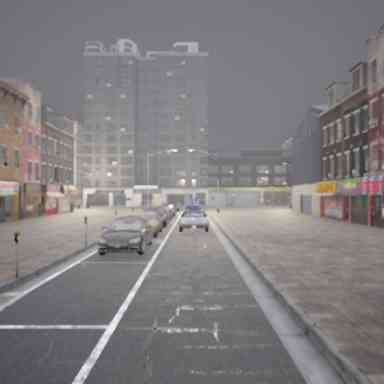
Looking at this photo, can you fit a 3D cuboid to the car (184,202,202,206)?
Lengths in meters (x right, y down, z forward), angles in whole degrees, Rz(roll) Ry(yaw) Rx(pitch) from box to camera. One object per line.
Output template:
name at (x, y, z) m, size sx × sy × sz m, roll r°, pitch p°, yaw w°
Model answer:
car at (0.141, 1.897, 39.027) m, size 1.882 × 1.535 × 5.008 m, roll 0°, pitch -1°, yaw 0°

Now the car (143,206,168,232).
car at (-2.618, 1.733, 19.164) m, size 1.752 × 1.417 × 4.829 m, roll 0°, pitch -1°, yaw 0°

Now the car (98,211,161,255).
car at (-2.624, 1.702, 13.882) m, size 2.008 × 1.369 × 4.403 m, roll 0°, pitch -1°, yaw 0°

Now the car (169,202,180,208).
car at (-2.600, 1.950, 35.689) m, size 1.947 × 1.339 × 4.313 m, roll 0°, pitch -1°, yaw 0°

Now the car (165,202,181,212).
car at (-2.588, 2.067, 46.593) m, size 1.947 × 1.339 × 4.313 m, roll 0°, pitch -1°, yaw 0°

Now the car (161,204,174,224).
car at (-2.612, 1.834, 24.786) m, size 1.947 × 1.339 × 4.313 m, roll 0°, pitch -1°, yaw 0°

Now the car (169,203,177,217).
car at (-2.606, 1.908, 30.237) m, size 1.802 × 1.307 × 4.206 m, roll 0°, pitch -1°, yaw 0°

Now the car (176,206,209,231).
car at (0.126, 1.841, 22.229) m, size 1.895 × 1.301 × 4.718 m, roll 0°, pitch -1°, yaw 0°
